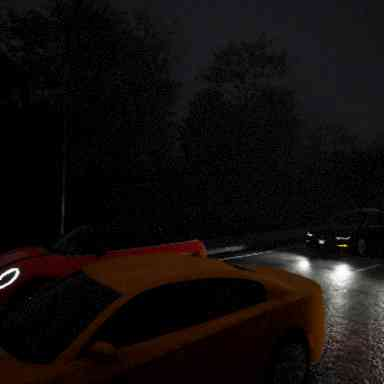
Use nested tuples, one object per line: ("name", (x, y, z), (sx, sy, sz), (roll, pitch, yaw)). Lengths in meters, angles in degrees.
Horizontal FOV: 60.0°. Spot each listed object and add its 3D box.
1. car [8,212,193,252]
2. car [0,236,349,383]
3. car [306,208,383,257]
("car", (-1.848, 1.359, 6.973), (4.553, 1.767, 2.097), (0, 0, -36))
("car", (-0.635, 1.482, 3.540), (5.008, 1.535, 1.882), (0, 0, -35))
("car", (6.450, 1.434, 12.897), (4.892, 1.490, 1.837), (-1, 1, -35))
